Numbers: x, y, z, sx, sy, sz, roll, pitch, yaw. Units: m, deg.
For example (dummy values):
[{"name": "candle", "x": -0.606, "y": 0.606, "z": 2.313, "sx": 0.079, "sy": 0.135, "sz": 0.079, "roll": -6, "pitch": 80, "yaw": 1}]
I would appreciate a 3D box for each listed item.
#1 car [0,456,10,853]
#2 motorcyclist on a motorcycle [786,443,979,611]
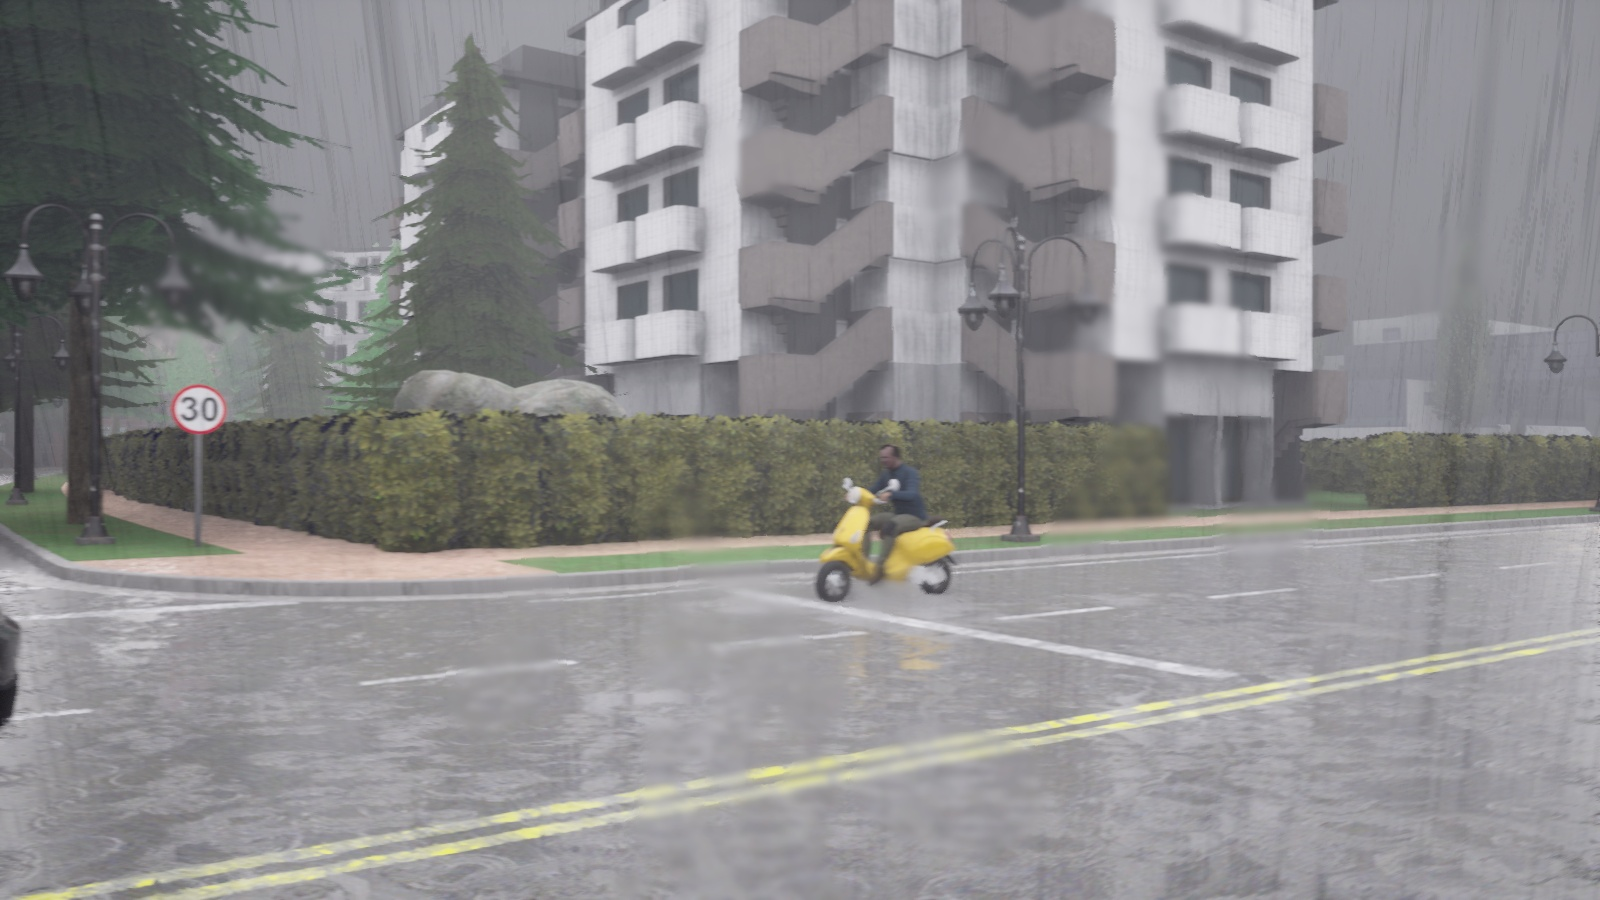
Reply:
[{"name": "car", "x": -5.509, "y": 0.771, "z": 4.089, "sx": 4.892, "sy": 1.490, "sz": 1.837, "roll": 0, "pitch": 0, "yaw": -35}, {"name": "motorcyclist on a motorcycle", "x": 0.850, "y": 0.728, "z": 12.779, "sx": 1.817, "sy": 1.590, "sz": 0.866, "roll": 0, "pitch": 0, "yaw": -35}]
